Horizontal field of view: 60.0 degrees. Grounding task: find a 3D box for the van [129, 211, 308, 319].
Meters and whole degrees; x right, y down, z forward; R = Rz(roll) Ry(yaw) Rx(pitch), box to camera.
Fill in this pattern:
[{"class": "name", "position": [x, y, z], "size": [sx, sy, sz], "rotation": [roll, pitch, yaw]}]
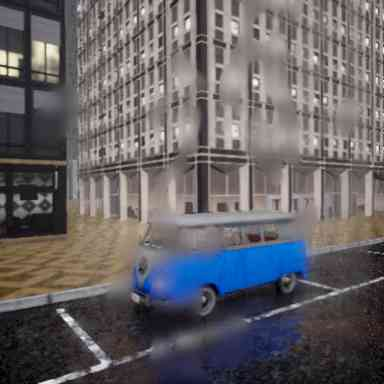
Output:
[{"class": "van", "position": [0.717, 1.340, 7.088], "size": [3.998, 1.788, 1.690], "rotation": [0, -1, -36]}]
